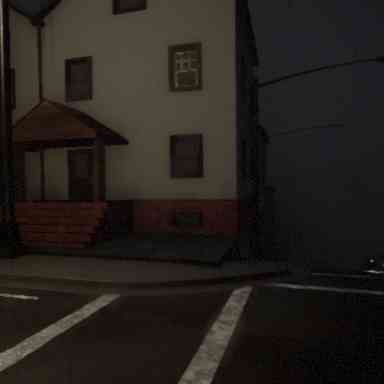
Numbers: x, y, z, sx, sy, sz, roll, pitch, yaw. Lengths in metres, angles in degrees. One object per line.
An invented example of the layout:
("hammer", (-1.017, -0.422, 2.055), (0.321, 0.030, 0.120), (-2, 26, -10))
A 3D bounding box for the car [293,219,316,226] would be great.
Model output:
("car", (27.610, 7.516, 82.829), (2.038, 1.542, 4.974), (-1, 1, -30))

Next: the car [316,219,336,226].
("car", (32.027, 7.488, 81.518), (4.974, 1.542, 2.038), (-1, 1, -20))

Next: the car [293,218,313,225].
("car", (27.582, 7.358, 82.871), (1.853, 1.218, 4.536), (-1, 1, -30))

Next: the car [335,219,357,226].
("car", (37.356, 7.280, 80.768), (1.853, 1.218, 4.536), (-2, 2, -45))

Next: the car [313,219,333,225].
("car", (32.074, 7.329, 81.532), (4.536, 1.218, 1.853), (-1, 1, -20))

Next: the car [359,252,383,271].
("car", (13.986, 5.283, 25.279), (1.812, 1.442, 4.674), (-1, -13, 16))

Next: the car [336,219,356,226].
("car", (37.395, 7.438, 80.734), (2.038, 1.542, 4.974), (-2, 2, -45))
